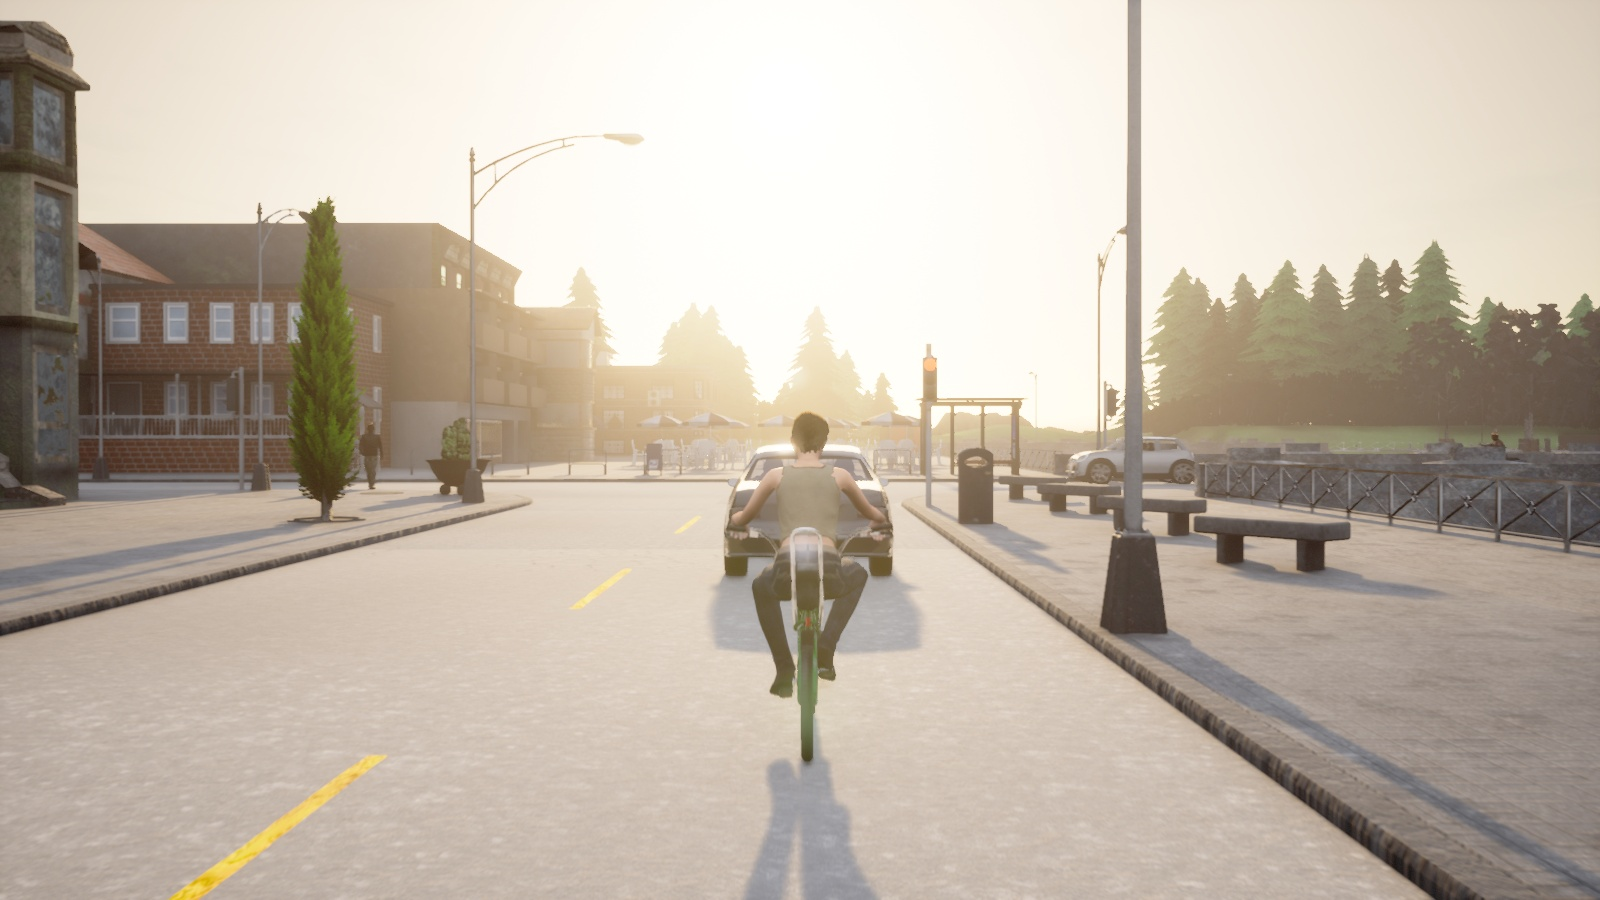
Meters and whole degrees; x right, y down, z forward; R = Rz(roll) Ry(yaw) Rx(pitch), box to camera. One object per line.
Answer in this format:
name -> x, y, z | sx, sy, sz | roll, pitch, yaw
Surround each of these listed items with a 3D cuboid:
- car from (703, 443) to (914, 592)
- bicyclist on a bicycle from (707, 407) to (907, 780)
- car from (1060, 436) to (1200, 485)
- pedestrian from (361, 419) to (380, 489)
car -> 0.096, 0.633, 14.774 | 2.033, 1.411, 5.357 | 0, 1, 0
bicyclist on a bicycle -> 0.042, 0.615, 6.194 | 0.866, 1.612, 1.509 | 0, 0, 1
car -> 10.202, 0.296, 39.028 | 3.806, 1.475, 1.970 | 0, 1, 0
pedestrian -> -11.385, 0.111, 33.331 | 0.431, 1.840, 0.703 | 0, 1, -15
